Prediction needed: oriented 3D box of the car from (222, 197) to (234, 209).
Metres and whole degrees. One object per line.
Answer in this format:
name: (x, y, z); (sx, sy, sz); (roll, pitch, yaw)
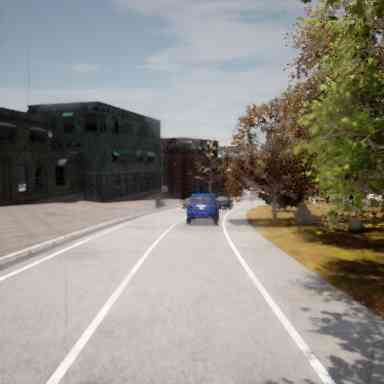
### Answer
car: (4.244, 1.357, 42.428); (1.837, 1.490, 4.892); (1, 0, 15)

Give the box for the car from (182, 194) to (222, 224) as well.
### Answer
car: (0.900, 1.147, 24.402); (2.150, 2.045, 5.566); (0, 0, 6)
